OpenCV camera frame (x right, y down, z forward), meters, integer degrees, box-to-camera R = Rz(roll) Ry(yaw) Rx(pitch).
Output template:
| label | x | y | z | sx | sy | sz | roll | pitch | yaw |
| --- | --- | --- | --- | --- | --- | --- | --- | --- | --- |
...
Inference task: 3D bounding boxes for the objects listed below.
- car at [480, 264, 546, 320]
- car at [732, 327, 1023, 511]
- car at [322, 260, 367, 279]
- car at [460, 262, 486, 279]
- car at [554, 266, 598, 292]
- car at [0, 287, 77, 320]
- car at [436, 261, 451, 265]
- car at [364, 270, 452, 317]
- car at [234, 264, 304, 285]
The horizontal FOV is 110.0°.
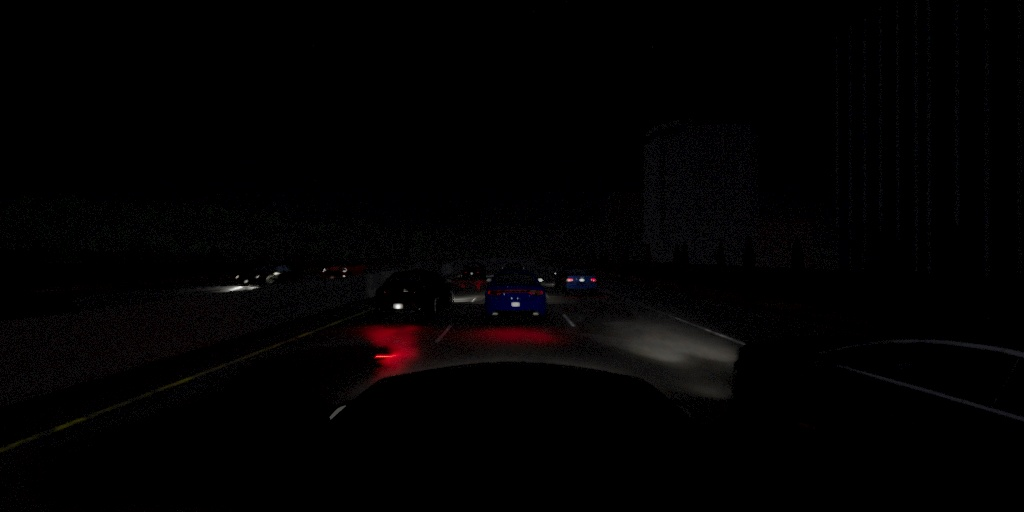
| label | x | y | z | sx | sy | sz | roll | pitch | yaw |
| --- | --- | --- | --- | --- | --- | --- | --- | --- | --- |
| car | 0.103 | 1.223 | 12.660 | 1.882 | 1.535 | 5.008 | 0 | 0 | 0 |
| car | 3.604 | 1.241 | 2.431 | 2.128 | 1.511 | 4.902 | 0 | 0 | 0 |
| car | -14.074 | 1.110 | 30.348 | 2.097 | 1.767 | 4.553 | 0 | 0 | 0 |
| car | -3.405 | 1.287 | 32.581 | 1.812 | 1.442 | 4.674 | 0 | 0 | 0 |
| car | 3.605 | 1.296 | 21.009 | 2.033 | 1.411 | 5.357 | 0 | 0 | 0 |
| car | -10.598 | 1.239 | 5.861 | 2.128 | 1.511 | 4.902 | 0 | 0 | 0 |
| car | -10.494 | 1.402 | 55.595 | 1.895 | 1.301 | 4.718 | 0 | 0 | 0 |
| car | -3.397 | 1.250 | 13.113 | 1.837 | 1.490 | 4.892 | 0 | 0 | 0 |
| car | -17.578 | 1.301 | 26.371 | 2.033 | 1.411 | 5.357 | 0 | 0 | 0 |
